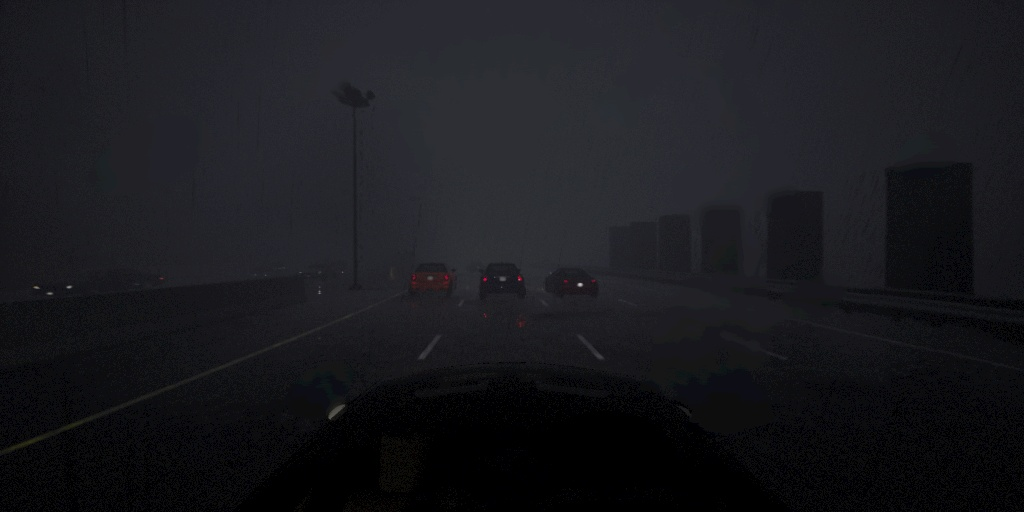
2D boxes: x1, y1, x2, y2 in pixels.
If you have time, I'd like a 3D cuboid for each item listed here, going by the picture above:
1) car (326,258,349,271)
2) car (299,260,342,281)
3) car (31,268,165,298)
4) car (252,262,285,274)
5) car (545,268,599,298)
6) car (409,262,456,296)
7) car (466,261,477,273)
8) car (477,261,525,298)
[{"bbox_3d":[-24.526,1.295,50.900,1.882,1.535,5.008,0,0,-16],"label":"car"},{"bbox_3d":[-16.379,1.324,30.531,1.812,1.442,4.674,0,0,-9],"label":"car"},{"bbox_3d":[-21.969,1.380,19.496,2.033,1.411,5.357,0,0,-6],"label":"car"},{"bbox_3d":[-29.901,1.395,44.244,2.033,1.411,5.357,0,0,-14],"label":"car"},{"bbox_3d":[2.938,1.287,18.431,1.994,1.385,4.181,0,0,-5],"label":"car"},{"bbox_3d":[-4.213,1.105,19.689,2.097,1.767,4.553,0,0,-5],"label":"car"},{"bbox_3d":[-4.379,1.298,43.532,1.994,1.385,4.181,0,0,-13],"label":"car"},{"bbox_3d":[-0.611,1.090,18.489,2.097,1.767,4.553,0,0,-5],"label":"car"}]
